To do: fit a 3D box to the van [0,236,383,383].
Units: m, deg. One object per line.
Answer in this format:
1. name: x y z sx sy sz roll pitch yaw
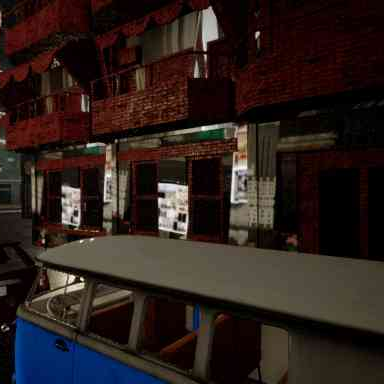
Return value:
1. van: 0.200 1.341 2.592 3.998 1.788 1.690 0 -1 36
